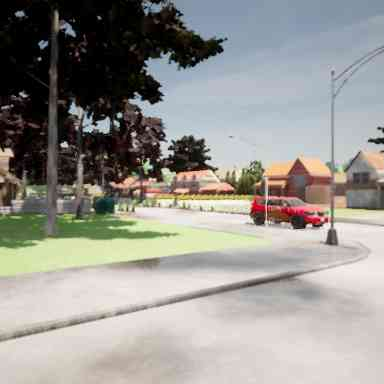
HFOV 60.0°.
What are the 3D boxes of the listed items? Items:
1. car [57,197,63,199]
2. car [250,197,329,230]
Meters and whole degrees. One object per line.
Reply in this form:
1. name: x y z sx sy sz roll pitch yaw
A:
1. car: -29.484 1.678 72.973 1.994 1.385 4.181 0 0 -36
2. car: 6.430 1.348 22.708 2.150 2.045 5.566 0 0 -36
